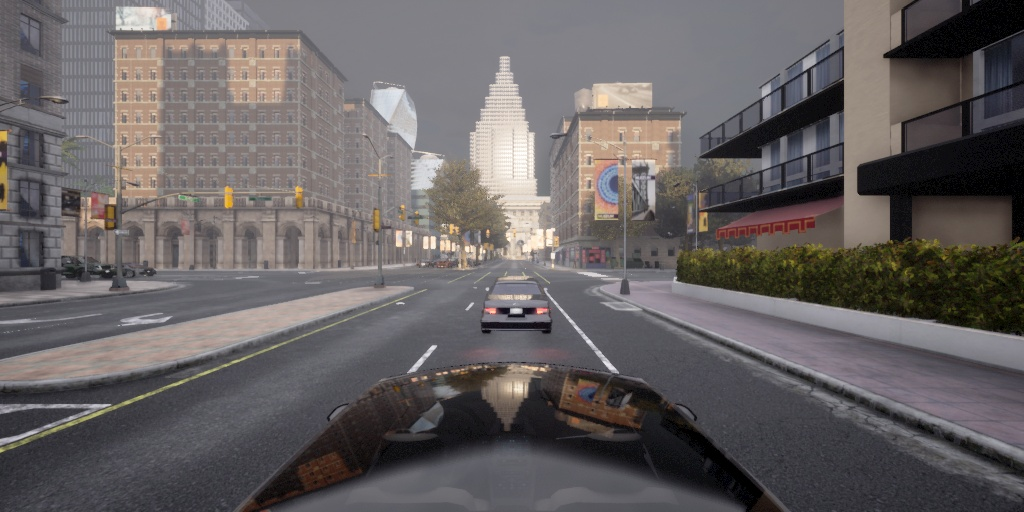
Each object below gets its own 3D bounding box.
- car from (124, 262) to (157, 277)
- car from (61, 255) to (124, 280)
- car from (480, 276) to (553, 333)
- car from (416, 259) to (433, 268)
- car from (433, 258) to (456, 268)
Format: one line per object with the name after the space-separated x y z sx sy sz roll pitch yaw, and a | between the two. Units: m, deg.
-36.884 1.314 34.434 4.181 1.385 1.994 0 0 0 | car
-37.657 0.971 30.932 5.566 2.045 2.150 0 0 0 | car
0.131 1.297 10.666 2.033 1.411 5.357 0 0 1 | car
-14.621 1.242 61.457 2.128 1.511 4.902 0 0 1 | car
-11.147 1.102 59.576 2.097 1.767 4.553 0 0 1 | car
